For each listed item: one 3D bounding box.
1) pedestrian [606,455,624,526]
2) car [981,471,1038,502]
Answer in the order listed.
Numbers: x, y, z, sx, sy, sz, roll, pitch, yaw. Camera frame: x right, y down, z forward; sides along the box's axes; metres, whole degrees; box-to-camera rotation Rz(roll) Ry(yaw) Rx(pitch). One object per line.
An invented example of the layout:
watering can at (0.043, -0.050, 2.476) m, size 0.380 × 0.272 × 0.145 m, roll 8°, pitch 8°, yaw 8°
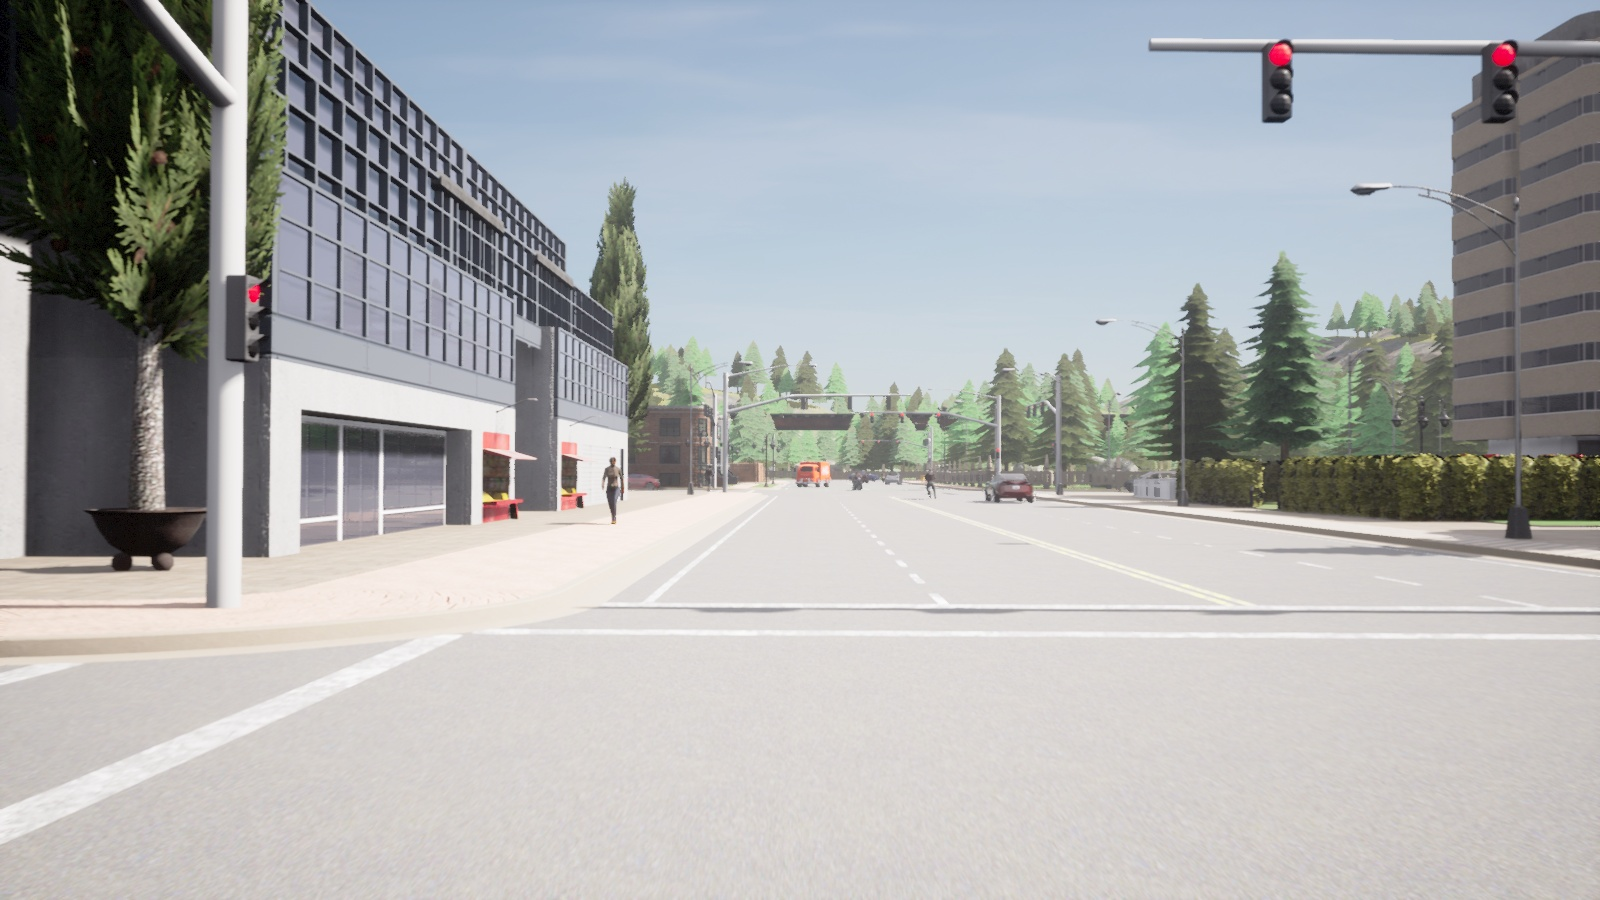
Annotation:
pedestrian at (-4.795, 1.036, 32.500) m, size 0.328 × 1.805 × 0.869 m, roll 0°, pitch -1°, yaw 0°
car at (10.770, 1.857, 64.879) m, size 2.163 × 1.488 × 4.792 m, roll 0°, pitch -1°, yaw 0°
